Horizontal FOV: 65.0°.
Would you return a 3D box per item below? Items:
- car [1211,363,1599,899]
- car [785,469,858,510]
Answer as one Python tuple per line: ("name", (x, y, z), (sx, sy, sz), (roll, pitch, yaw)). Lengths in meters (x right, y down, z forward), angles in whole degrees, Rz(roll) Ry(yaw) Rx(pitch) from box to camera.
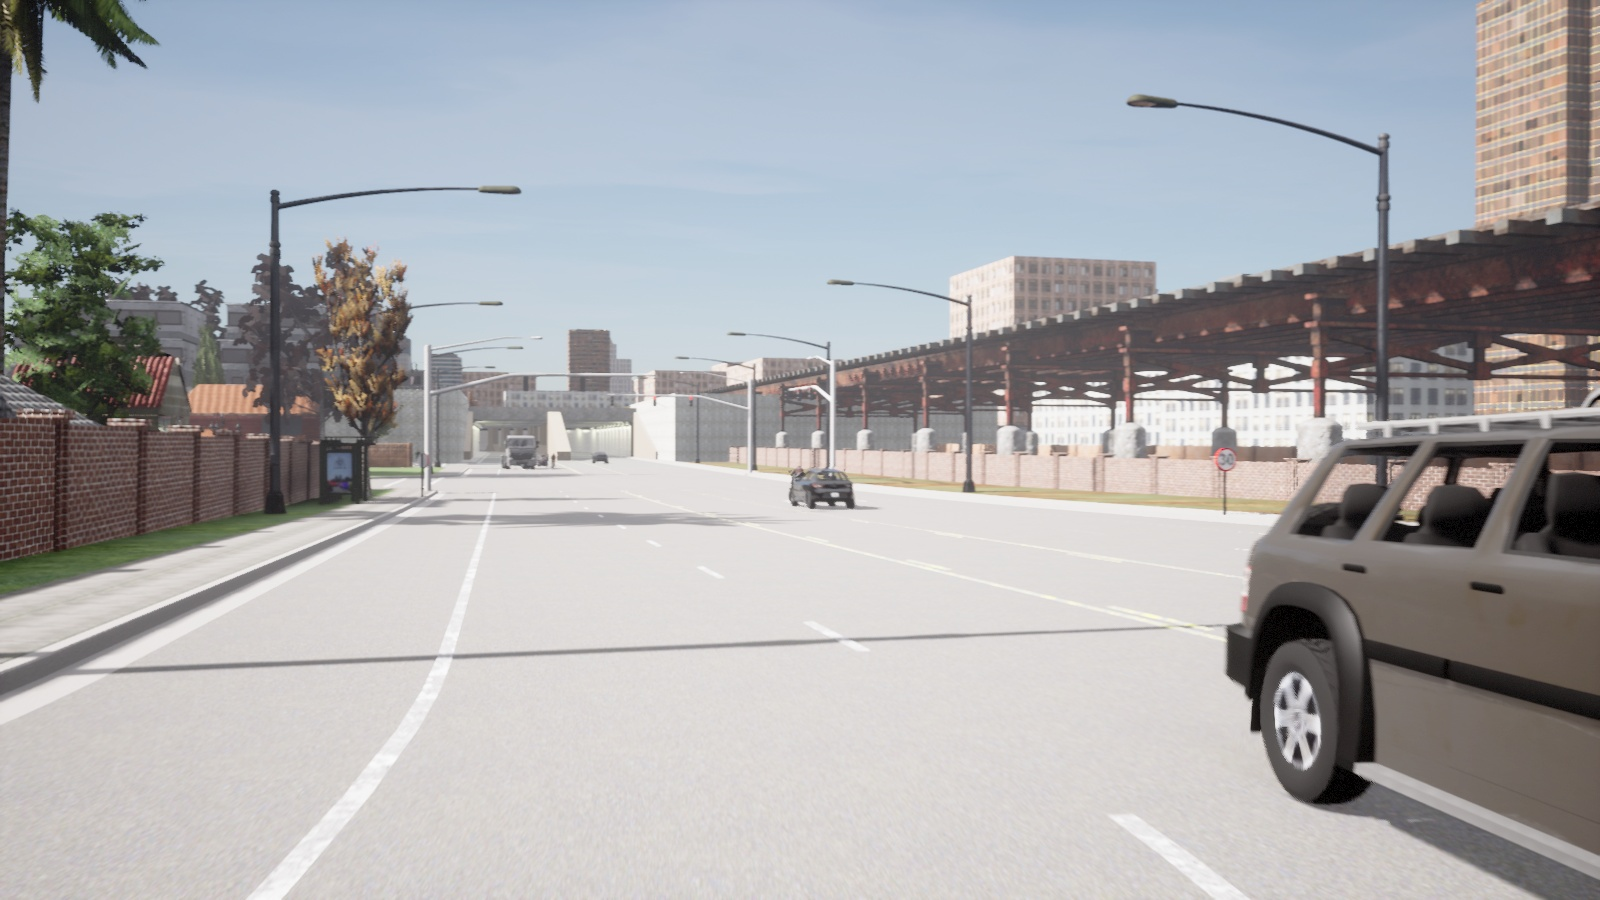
("car", (3.393, 0.681, 4.520), (1.932, 1.855, 4.605), (1, -1, -6))
("car", (0.770, 1.459, 47.957), (1.816, 1.474, 4.193), (0, -1, -13))
